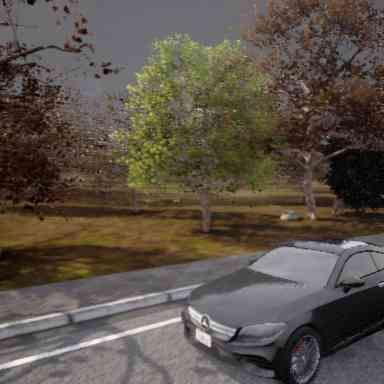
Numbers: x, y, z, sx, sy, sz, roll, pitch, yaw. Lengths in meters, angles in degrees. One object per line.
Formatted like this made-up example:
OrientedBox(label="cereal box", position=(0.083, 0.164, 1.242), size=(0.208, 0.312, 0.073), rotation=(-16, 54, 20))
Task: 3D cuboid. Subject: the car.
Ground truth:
OrientedBox(label="car", position=(2.042, 1.517, 5.402), size=(4.674, 1.442, 1.812), rotation=(0, 0, -35))
